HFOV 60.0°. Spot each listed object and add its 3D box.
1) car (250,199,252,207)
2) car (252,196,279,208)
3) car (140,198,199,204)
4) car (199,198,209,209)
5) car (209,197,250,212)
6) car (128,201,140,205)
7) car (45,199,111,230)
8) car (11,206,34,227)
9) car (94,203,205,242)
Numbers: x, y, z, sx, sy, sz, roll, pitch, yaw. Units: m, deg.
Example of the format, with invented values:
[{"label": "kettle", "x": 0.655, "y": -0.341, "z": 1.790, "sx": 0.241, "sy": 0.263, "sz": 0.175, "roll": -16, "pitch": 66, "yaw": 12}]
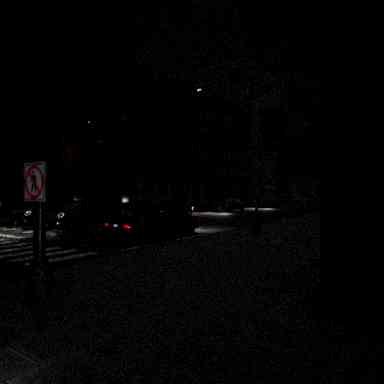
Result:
[{"label": "car", "x": 6.957, "y": 1.395, "z": 45.791, "sx": 1.994, "sy": 1.385, "sz": 4.181, "roll": 0, "pitch": 0, "yaw": 36}, {"label": "car", "x": 10.218, "y": 1.324, "z": 44.800, "sx": 1.837, "sy": 1.490, "sz": 4.892, "roll": 0, "pitch": 0, "yaw": 34}, {"label": "car", "x": -1.775, "y": 1.413, "z": 27.888, "sx": 1.837, "sy": 1.490, "sz": 4.892, "roll": 0, "pitch": 0, "yaw": 35}, {"label": "car", "x": 0.766, "y": 1.424, "z": 37.108, "sx": 2.033, "sy": 1.411, "sz": 5.357, "roll": 0, "pitch": 0, "yaw": 35}, {"label": "car", "x": 4.179, "y": 1.390, "z": 36.296, "sx": 1.812, "sy": 1.442, "sz": 4.674, "roll": 0, "pitch": 0, "yaw": 36}, {"label": "car", "x": -4.644, "y": 1.480, "z": 29.471, "sx": 1.994, "sy": 1.385, "sz": 4.181, "roll": 0, "pitch": 0, "yaw": 35}, {"label": "car", "x": -6.910, "y": 1.297, "z": 20.632, "sx": 2.097, "sy": 1.767, "sz": 4.553, "roll": 0, "pitch": 0, "yaw": 35}, {"label": "car", "x": -9.634, "y": 1.304, "z": 22.411, "sx": 2.097, "sy": 1.767, "sz": 4.553, "roll": 0, "pitch": 0, "yaw": 35}, {"label": "car", "x": -1.813, "y": 1.482, "z": 16.232, "sx": 2.033, "sy": 1.411, "sz": 5.357, "roll": 0, "pitch": 0, "yaw": 35}]
